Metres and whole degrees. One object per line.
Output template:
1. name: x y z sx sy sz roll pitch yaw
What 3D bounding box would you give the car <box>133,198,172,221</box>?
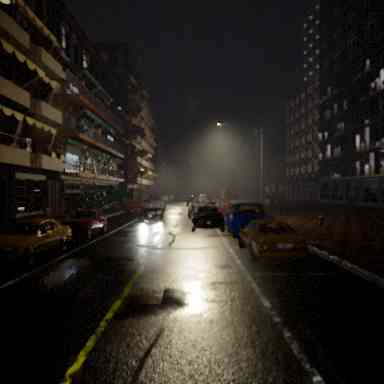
1. car: -3.097 1.506 27.109 2.128 1.511 4.902 0 0 0

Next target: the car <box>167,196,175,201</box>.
1. car: -5.690 1.697 89.127 1.802 1.307 4.206 0 0 0

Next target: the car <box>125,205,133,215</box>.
1. car: -5.693 1.567 33.862 1.887 1.381 4.507 0 0 0

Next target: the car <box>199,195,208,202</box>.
1. car: 2.689 1.531 78.074 1.967 1.590 4.097 0 0 0

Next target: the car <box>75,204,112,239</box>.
1. car: -5.694 1.551 17.281 1.887 1.381 4.507 0 0 0

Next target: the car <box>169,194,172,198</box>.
1. car: -5.691 1.509 67.020 1.967 1.590 4.097 0 0 0

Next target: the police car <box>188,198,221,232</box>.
1. police car: 0.901 1.434 20.388 1.930 1.638 5.238 0 0 0

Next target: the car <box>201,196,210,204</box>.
1. car: 2.689 1.595 67.189 1.752 1.417 4.829 0 0 0

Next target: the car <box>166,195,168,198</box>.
1. car: -5.691 1.601 55.968 2.008 1.369 4.403 0 0 0

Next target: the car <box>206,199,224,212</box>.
1. car: 2.687 1.554 39.557 1.752 1.417 4.829 0 0 0

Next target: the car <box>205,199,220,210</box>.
1. car: 2.688 1.617 44.914 1.802 1.307 4.206 0 0 0

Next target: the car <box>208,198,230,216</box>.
1. car: 2.686 1.462 33.860 1.967 1.590 4.097 0 0 0

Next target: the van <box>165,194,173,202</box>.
1. van: -5.692 1.444 83.602 1.690 1.788 3.998 0 0 0

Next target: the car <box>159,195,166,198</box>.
1. car: -5.694 1.358 50.441 2.192 1.841 5.009 0 0 0

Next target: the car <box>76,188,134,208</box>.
1. car: -8.738 0.685 32.745 2.150 2.045 5.566 3 21 46

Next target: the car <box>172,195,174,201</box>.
1. car: -5.691 1.645 72.548 1.947 1.339 4.313 0 0 0

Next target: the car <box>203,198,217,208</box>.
1. car: 2.688 1.625 50.440 1.802 1.307 4.206 0 0 0

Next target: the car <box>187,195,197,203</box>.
1. car: 0.007 1.473 69.925 2.128 1.511 4.902 0 0 0

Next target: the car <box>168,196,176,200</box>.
1. car: -5.689 1.710 94.653 1.802 1.307 4.206 0 0 0

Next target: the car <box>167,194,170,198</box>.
1. car: -5.691 1.610 61.495 2.008 1.369 4.403 0 0 0

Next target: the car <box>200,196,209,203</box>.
1. car: 2.690 1.645 72.547 1.947 1.339 4.313 0 0 0

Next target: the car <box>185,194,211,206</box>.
1. car: 0.763 1.370 30.292 2.097 1.767 4.553 0 0 3

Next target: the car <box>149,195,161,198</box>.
1. car: -5.693 1.560 44.745 1.752 1.417 4.829 0 0 0

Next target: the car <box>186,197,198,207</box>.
1. car: 0.004 1.554 54.776 1.837 1.490 4.892 0 0 0

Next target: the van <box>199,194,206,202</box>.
1. van: 2.688 1.444 83.602 1.690 1.788 3.998 0 0 0

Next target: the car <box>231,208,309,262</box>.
1. car: 2.686 1.529 11.924 1.752 1.417 4.829 0 0 0

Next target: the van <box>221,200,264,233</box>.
1. van: 2.685 1.348 17.280 1.690 1.788 3.998 0 0 0

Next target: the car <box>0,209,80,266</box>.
1. car: -5.694 1.529 11.585 1.752 1.417 4.829 0 0 0

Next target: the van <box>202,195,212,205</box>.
1. van: 2.688 1.401 61.494 1.690 1.788 3.998 0 0 0
